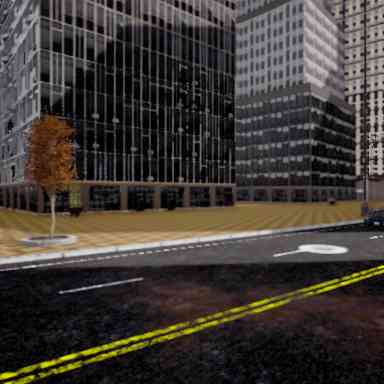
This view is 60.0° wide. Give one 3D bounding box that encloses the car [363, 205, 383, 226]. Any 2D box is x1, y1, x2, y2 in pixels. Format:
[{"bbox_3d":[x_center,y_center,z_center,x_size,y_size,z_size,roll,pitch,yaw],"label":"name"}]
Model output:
[{"bbox_3d":[13.606,1.572,22.473,5.357,1.411,2.033,0,0,-40],"label":"car"}]
